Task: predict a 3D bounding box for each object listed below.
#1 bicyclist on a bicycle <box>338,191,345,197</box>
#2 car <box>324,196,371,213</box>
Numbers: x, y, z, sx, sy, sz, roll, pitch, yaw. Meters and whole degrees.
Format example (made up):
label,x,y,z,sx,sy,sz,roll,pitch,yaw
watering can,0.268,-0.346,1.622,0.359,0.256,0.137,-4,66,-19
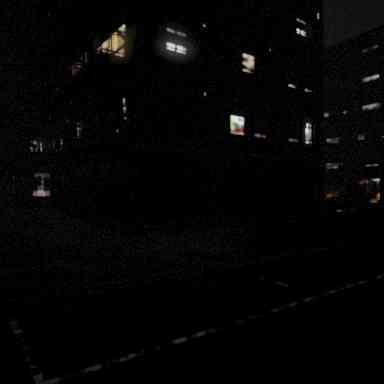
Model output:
label,x,y,z,sx,sy,sz,roll,pitch,yaw
bicyclist on a bicycle,18.612,0.643,41.292,1.656,1.620,0.582,-1,1,-36
car,13.369,1.080,29.273,2.008,1.369,4.403,0,1,-36
